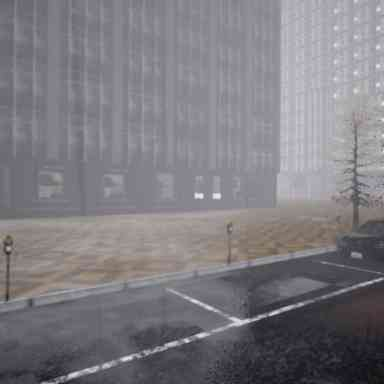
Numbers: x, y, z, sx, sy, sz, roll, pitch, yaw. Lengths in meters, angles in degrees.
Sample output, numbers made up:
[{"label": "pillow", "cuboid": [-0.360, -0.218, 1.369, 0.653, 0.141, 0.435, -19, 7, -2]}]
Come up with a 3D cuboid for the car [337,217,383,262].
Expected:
[{"label": "car", "cuboid": [6.784, 1.551, 11.366, 4.313, 1.339, 1.947, 0, 1, -35]}]
